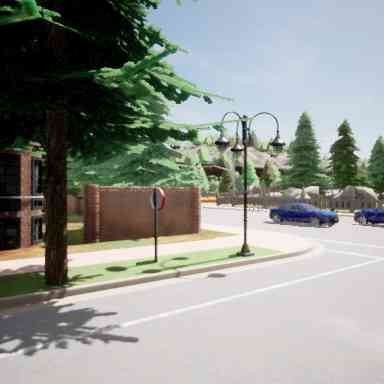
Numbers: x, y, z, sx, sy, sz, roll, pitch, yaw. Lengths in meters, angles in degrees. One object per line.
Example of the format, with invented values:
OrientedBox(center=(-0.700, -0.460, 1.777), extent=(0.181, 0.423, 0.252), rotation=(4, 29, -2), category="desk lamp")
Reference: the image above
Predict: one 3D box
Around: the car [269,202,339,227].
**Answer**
OrientedBox(center=(7.800, 1.525, 23.485), extent=(1.882, 1.535, 5.008), rotation=(0, 0, -38), category="car")

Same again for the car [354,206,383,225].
OrientedBox(center=(13.463, 1.526, 22.198), extent=(1.882, 1.535, 5.008), rotation=(0, 0, -38), category="car")
